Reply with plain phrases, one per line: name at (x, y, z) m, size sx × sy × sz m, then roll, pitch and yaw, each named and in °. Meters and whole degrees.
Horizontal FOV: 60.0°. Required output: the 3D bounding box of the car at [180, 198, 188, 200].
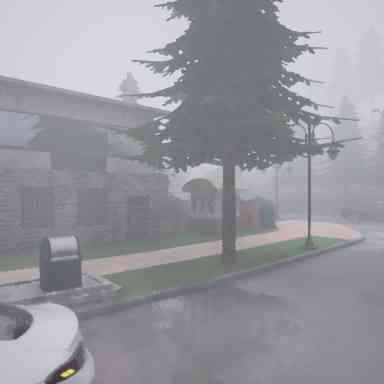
car at (-1.128, 1.368, 34.567) m, size 4.674 × 1.442 × 1.812 m, roll 0°, pitch 0°, yaw 43°

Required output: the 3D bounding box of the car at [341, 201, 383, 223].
car at (12.489, 1.370, 21.993) m, size 4.892 × 1.490 × 1.837 m, roll 0°, pitch 1°, yaw 43°

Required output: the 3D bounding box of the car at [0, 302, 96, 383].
car at (-2.987, 1.526, 2.033) m, size 4.674 × 1.442 × 1.812 m, roll 0°, pitch 0°, yaw -36°
